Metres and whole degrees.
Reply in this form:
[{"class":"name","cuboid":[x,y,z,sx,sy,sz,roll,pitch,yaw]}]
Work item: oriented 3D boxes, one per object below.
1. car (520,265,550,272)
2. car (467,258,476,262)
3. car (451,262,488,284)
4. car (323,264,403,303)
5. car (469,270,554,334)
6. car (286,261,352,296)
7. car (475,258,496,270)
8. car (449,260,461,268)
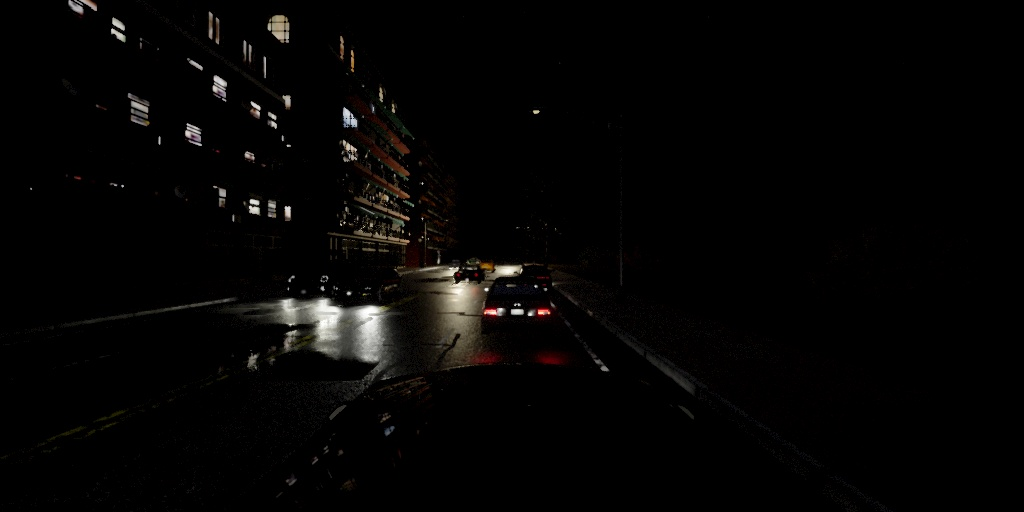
[{"class":"car","cuboid":[1.177,1.256,20.219,1.837,1.490,4.892,0,0,0]},{"class":"car","cuboid":[-6.448,1.097,60.269,2.097,1.767,4.553,0,0,0]},{"class":"car","cuboid":[-3.096,1.351,27.115,1.895,1.301,4.718,0,0,0]},{"class":"car","cuboid":[-6.569,1.256,16.872,1.837,1.490,4.892,0,0,0]},{"class":"car","cuboid":[0.120,1.298,10.531,2.033,1.411,5.357,0,0,0]},{"class":"car","cuboid":[-9.814,1.103,19.128,2.097,1.767,4.553,0,0,0]},{"class":"car","cuboid":[-3.055,1.226,44.037,1.882,1.535,5.008,0,-1,0]},{"class":"car","cuboid":[-9.685,1.310,62.168,1.994,1.385,4.181,0,0,0]}]
